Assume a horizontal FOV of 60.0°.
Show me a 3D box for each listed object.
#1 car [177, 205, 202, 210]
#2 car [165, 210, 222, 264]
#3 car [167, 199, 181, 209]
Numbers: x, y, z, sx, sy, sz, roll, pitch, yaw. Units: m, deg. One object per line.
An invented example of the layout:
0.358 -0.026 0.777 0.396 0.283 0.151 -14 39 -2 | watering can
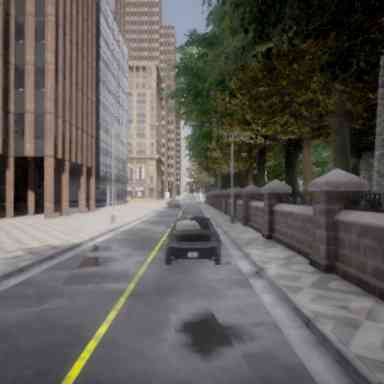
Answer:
0.053 1.904 26.733 1.895 1.301 4.718 0 -1 1 | car
0.051 1.642 12.354 1.837 1.490 4.892 0 0 1 | car
-3.032 2.003 56.866 2.097 1.767 4.553 0 -1 0 | car
